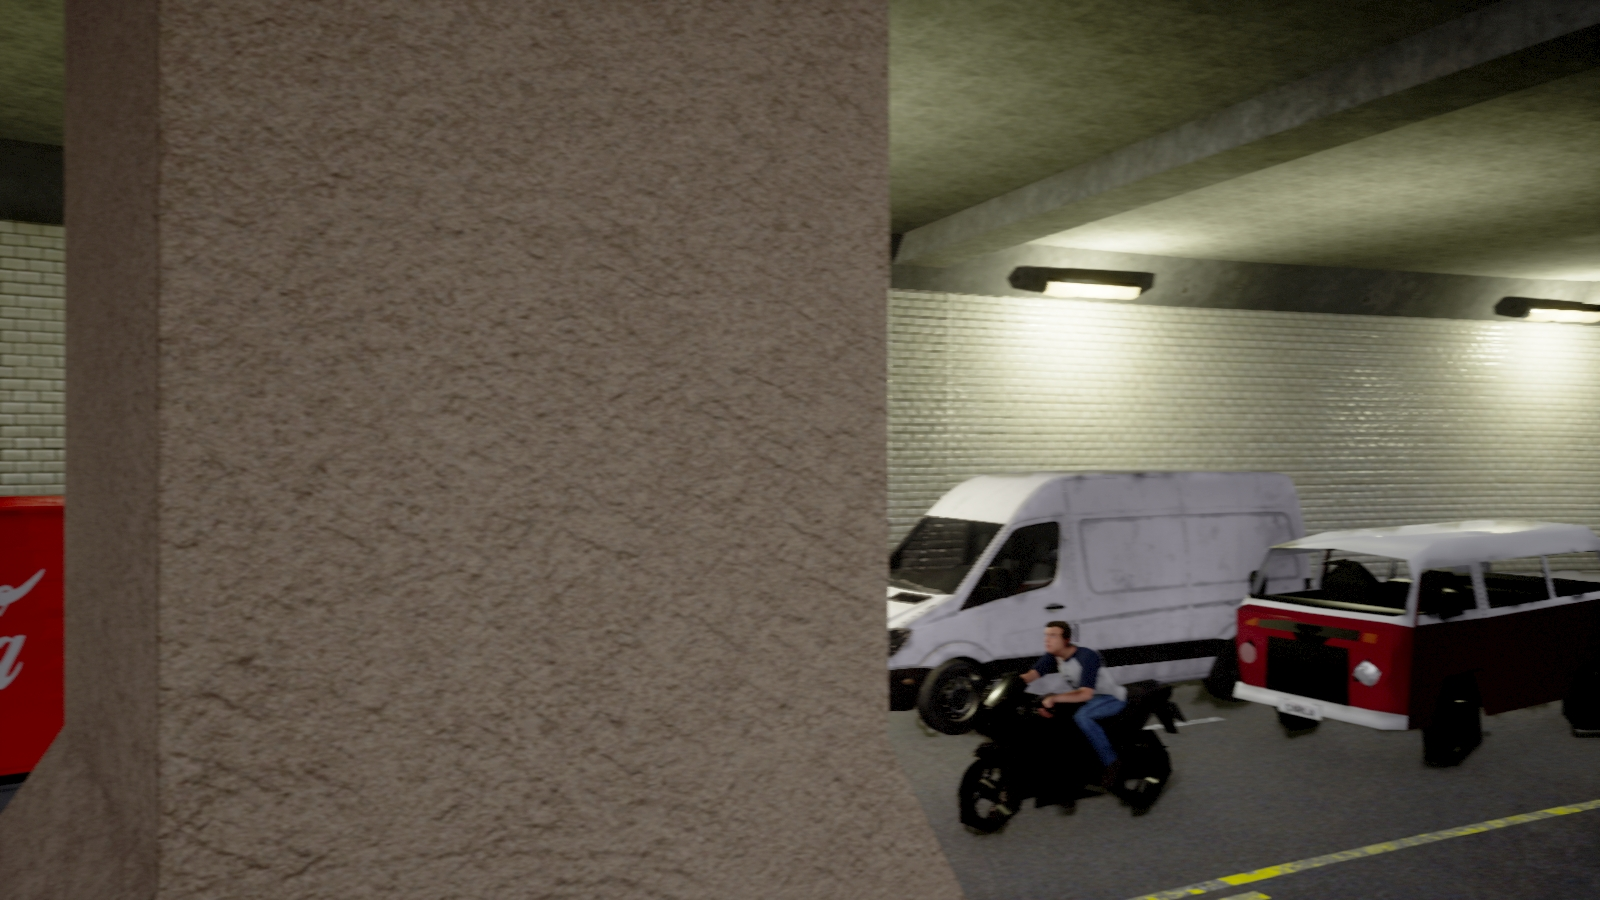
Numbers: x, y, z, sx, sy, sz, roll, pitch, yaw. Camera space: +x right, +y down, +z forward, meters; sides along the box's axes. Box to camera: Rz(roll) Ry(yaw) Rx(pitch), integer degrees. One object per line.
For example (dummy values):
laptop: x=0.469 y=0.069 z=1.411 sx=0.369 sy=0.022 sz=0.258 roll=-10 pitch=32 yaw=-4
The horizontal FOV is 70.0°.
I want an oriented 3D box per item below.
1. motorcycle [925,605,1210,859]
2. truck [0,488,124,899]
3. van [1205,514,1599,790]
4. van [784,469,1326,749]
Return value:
motorcycle: x=2.018 y=2.026 z=8.573 sx=2.033 sy=1.505 sz=0.803 roll=0 pitch=0 yaw=-26
truck: x=-7.290 y=1.555 z=7.029 sx=5.204 sy=2.467 sz=2.627 roll=0 pitch=0 yaw=-35
van: x=6.407 y=1.775 z=11.454 sx=4.480 sy=2.038 sz=2.069 roll=0 pitch=0 yaw=-31
van: x=2.933 y=1.523 z=12.833 sx=5.915 sy=2.561 sz=1.988 roll=0 pitch=0 yaw=-24
